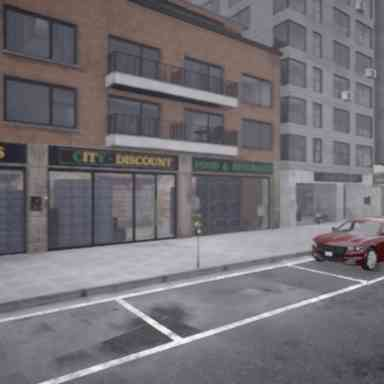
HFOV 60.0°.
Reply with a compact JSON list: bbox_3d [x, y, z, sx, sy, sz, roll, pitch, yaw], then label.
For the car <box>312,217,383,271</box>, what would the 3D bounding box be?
[{"bbox_3d":[5.769,1.530,10.877,4.507,1.381,1.887,0,0,-35],"label":"car"}]
